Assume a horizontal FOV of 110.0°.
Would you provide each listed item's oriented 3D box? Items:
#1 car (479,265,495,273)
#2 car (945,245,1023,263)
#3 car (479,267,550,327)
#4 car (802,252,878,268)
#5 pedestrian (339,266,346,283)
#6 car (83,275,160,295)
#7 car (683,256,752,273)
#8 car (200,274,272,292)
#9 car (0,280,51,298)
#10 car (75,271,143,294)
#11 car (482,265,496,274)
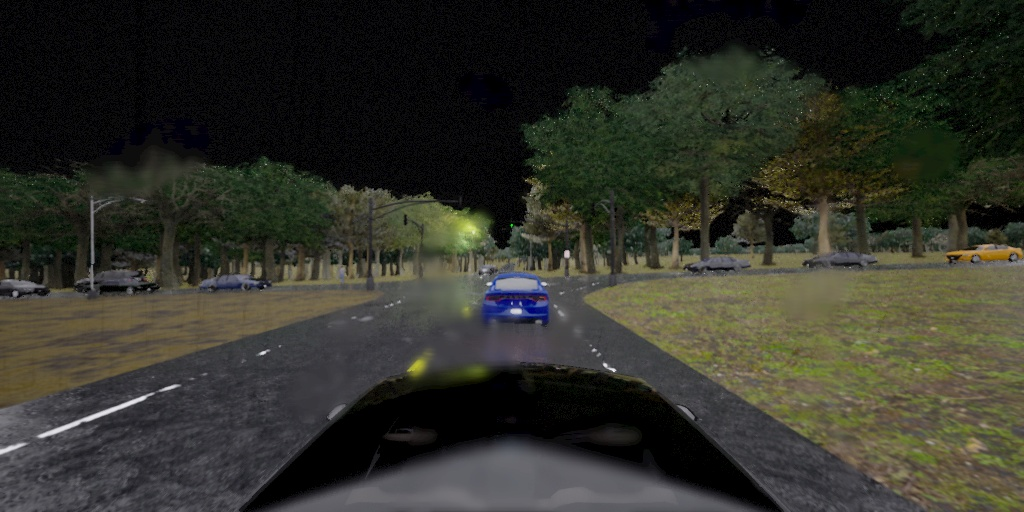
[{"bbox_3d":[-3.885,2.033,52.981,2.128,1.511,4.902,0,-1,-1],"label":"car"},{"bbox_3d":[41.123,-0.204,31.360,5.008,1.535,1.882,-2,-1,2],"label":"car"},{"bbox_3d":[0.162,1.304,11.852,1.882,1.535,5.008,0,0,1],"label":"car"},{"bbox_3d":[29.079,0.328,31.885,5.357,1.411,2.033,-2,-1,3],"label":"car"},{"bbox_3d":[-17.875,1.930,37.820,0.375,1.860,0.375,0,1,3],"label":"pedestrian"},{"bbox_3d":[-33.360,2.639,30.918,4.718,1.301,1.895,-2,-1,3],"label":"car"},{"bbox_3d":[18.441,0.751,32.342,5.357,1.411,2.033,-2,-1,2],"label":"car"},{"bbox_3d":[-23.438,2.246,30.490,5.357,1.411,2.033,-2,-1,6],"label":"car"},{"bbox_3d":[-43.524,2.875,31.397,4.892,1.490,1.837,-2,-1,3],"label":"car"},{"bbox_3d":[-38.883,2.507,34.882,5.566,2.045,2.150,-2,-1,3],"label":"car"},{"bbox_3d":[-4.015,2.266,62.367,2.128,1.511,4.902,0,-1,-1],"label":"car"}]
